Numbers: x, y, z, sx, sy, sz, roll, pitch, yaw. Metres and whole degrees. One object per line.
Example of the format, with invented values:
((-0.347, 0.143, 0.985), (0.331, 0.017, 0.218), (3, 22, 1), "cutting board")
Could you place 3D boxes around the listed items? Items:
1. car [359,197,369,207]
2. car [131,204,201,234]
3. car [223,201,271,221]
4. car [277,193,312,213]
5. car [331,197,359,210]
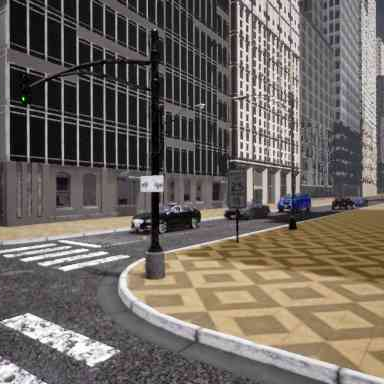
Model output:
((24.601, 1.374, 48.769), (2.033, 1.411, 5.357), (0, 0, 37), "car")
((-1.379, 1.454, 19.236), (2.128, 1.511, 4.902), (0, 0, 37), "car")
((4.636, 1.479, 27.270), (2.033, 1.411, 5.357), (0, 0, 37), "car")
((11.183, 1.119, 35.995), (2.150, 2.045, 5.566), (0, 0, 37), "car")
((18.390, 1.364, 40.400), (1.837, 1.490, 4.892), (0, 0, 37), "car")
